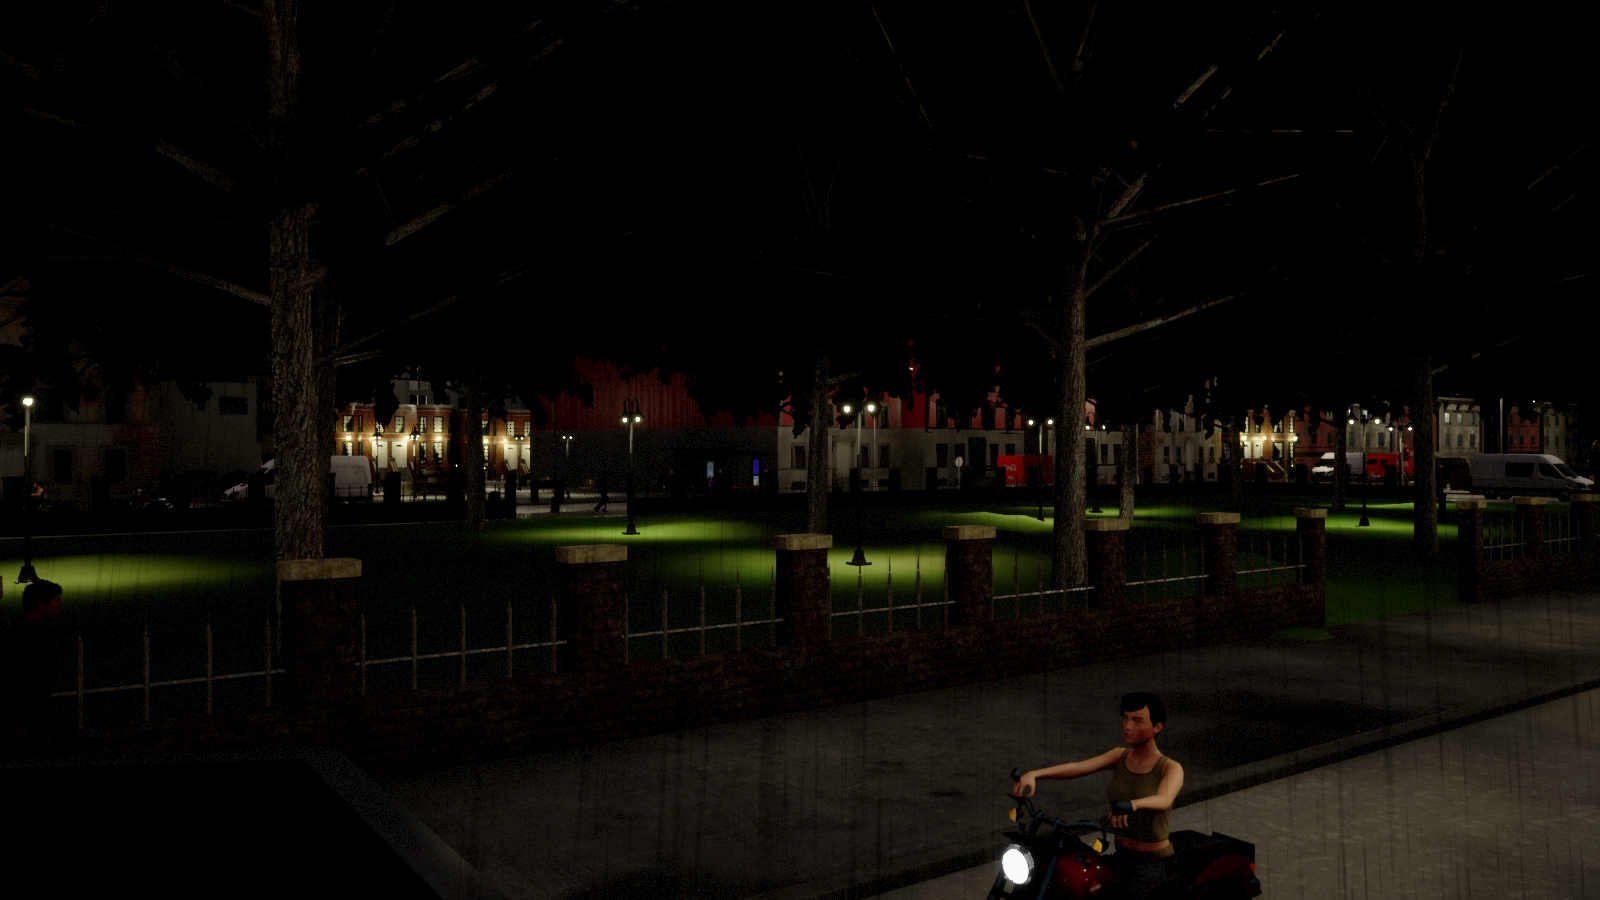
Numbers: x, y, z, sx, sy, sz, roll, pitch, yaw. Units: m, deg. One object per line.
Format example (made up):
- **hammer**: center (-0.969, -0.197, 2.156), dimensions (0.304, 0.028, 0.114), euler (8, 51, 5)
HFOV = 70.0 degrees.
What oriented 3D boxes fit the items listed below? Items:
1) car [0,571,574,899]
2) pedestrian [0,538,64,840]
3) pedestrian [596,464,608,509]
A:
- **car**: center (-3.767, 1.534, 1.768), dimensions (6.274, 2.098, 2.390), euler (0, 0, -35)
- **pedestrian**: center (-5.019, 1.524, 7.432), dimensions (0.375, 1.860, 0.375), euler (0, 0, -35)
- **pedestrian**: center (-8.311, 1.516, 48.022), dimensions (0.375, 1.860, 0.375), euler (0, 0, -35)
